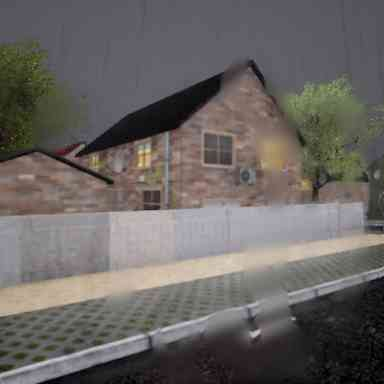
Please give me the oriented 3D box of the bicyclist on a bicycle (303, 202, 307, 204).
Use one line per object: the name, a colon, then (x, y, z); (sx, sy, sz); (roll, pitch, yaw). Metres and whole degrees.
bicyclist on a bicycle: (11.334, 1.781, 33.234); (1.656, 1.620, 0.582); (-2, 1, -35)
